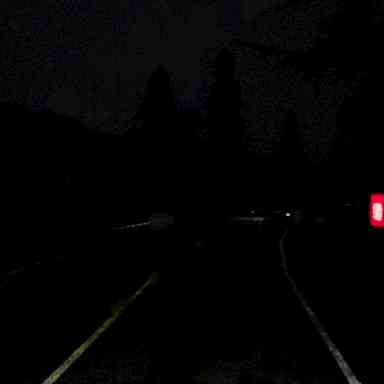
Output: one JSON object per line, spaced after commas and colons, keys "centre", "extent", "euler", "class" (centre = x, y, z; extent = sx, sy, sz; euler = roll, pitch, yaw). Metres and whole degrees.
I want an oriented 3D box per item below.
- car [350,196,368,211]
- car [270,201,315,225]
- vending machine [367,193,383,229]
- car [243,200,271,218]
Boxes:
{"centre": [19.493, 1.196, 36.965], "extent": [4.553, 1.767, 2.097], "euler": [0, 0, -42], "class": "car"}
{"centre": [7.233, 1.441, 23.275], "extent": [1.994, 1.385, 4.181], "euler": [0, 0, 30], "class": "car"}
{"centre": [11.239, 1.113, 20.151], "extent": [1.100, 2.100, 0.880], "euler": [1, 0, 31], "class": "vending machine"}
{"centre": [6.017, 1.401, 28.147], "extent": [1.994, 1.385, 4.181], "euler": [0, 0, 36], "class": "car"}
